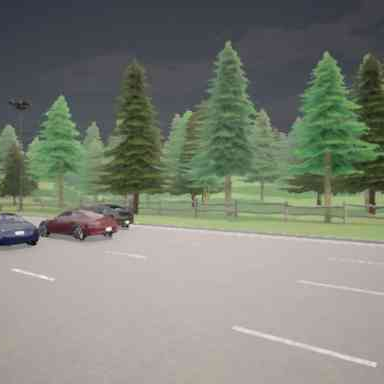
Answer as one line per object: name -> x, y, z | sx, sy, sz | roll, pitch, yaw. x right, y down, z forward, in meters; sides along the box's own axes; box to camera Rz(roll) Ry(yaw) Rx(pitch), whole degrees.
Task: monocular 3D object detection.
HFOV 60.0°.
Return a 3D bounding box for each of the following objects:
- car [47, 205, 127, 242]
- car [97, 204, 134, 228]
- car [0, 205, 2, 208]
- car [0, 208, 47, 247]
car -> -5.704, 1.549, 16.644 | 4.674, 1.442, 1.812 | 0, 0, 35
car -> -5.780, 1.532, 21.004 | 4.892, 1.490, 1.837 | 0, 0, 36
car -> -19.541, 1.533, 30.818 | 5.008, 1.535, 1.882 | 0, 0, 36
car -> -8.437, 1.588, 14.299 | 4.181, 1.385, 1.994 | 0, 0, 36
